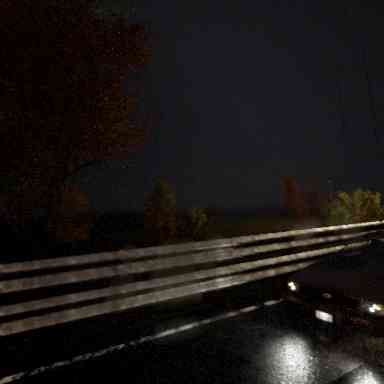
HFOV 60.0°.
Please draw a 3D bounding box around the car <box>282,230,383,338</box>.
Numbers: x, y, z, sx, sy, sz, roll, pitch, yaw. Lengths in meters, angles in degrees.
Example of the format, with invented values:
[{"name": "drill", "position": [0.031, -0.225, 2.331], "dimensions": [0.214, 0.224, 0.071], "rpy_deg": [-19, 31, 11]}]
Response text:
[{"name": "car", "position": [4.204, 1.523, 6.688], "dimensions": [5.357, 1.411, 2.033], "rpy_deg": [0, 0, -36]}]
